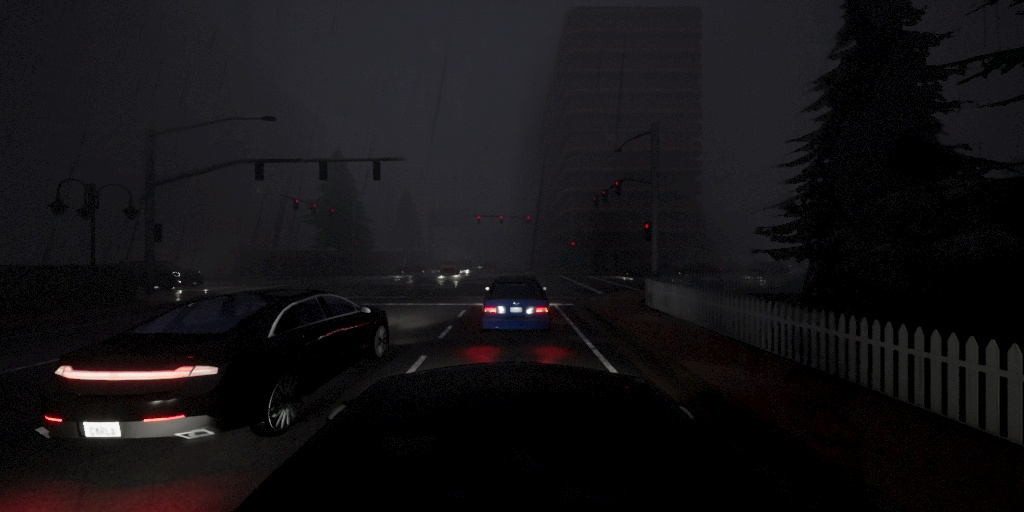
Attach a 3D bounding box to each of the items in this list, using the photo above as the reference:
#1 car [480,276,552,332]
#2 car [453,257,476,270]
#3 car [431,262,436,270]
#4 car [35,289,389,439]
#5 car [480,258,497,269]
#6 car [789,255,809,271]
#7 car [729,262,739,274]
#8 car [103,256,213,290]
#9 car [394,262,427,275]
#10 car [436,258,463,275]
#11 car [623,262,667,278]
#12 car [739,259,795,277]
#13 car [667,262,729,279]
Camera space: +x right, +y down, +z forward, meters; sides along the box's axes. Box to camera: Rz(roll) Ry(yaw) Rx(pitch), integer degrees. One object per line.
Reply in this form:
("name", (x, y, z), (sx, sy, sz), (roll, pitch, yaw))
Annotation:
("car", (0.119, 1.297, 10.847), (2.033, 1.411, 5.357), (0, 0, 1))
("car", (-7.057, 1.238, 53.564), (2.128, 1.511, 4.902), (0, 0, 0))
("car", (-10.558, 1.294, 52.899), (2.033, 1.411, 5.357), (0, 0, 0))
("car", (-3.428, 1.241, 5.433), (2.128, 1.511, 4.902), (0, 0, 0))
("car", (-3.367, 1.347, 55.430), (1.895, 1.301, 4.718), (0, 0, 0))
("car", (38.593, 0.915, 48.924), (2.150, 2.045, 5.566), (0, 0, 29))
("car", (22.135, 1.293, 37.071), (4.718, 1.301, 1.895), (0, 0, -31))
("car", (-21.138, 1.045, 21.359), (4.553, 1.767, 2.097), (0, 0, 0))
("car", (-10.901, 1.347, 38.784), (1.895, 1.301, 4.718), (0, 0, 7))
("car", (-6.712, 1.222, 38.955), (1.882, 1.535, 5.008), (0, 0, -5))
("car", (13.143, 1.240, 33.454), (5.357, 1.411, 2.033), (0, 0, -13))
("car", (24.531, 1.239, 34.407), (5.357, 1.411, 2.033), (0, 0, -31))
("car", (15.877, 1.257, 30.630), (4.181, 1.385, 1.994), (0, 0, -20))
